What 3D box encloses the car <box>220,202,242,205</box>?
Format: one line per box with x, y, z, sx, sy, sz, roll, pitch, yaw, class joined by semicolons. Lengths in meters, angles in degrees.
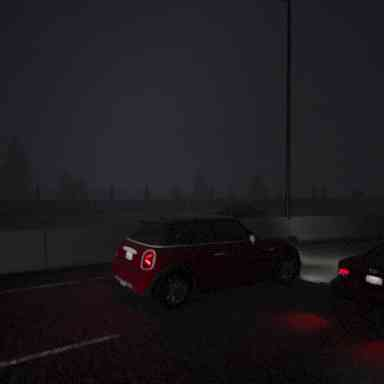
2.397;1.442;21.321;5.008;1.535;1.882;0;0;-27;car

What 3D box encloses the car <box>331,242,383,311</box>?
5.270;1.540;6.858;5.357;1.411;2.033;0;0;-29;car

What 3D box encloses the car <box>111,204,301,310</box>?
0.501;1.333;7.985;4.553;1.767;2.097;0;0;-32;car
